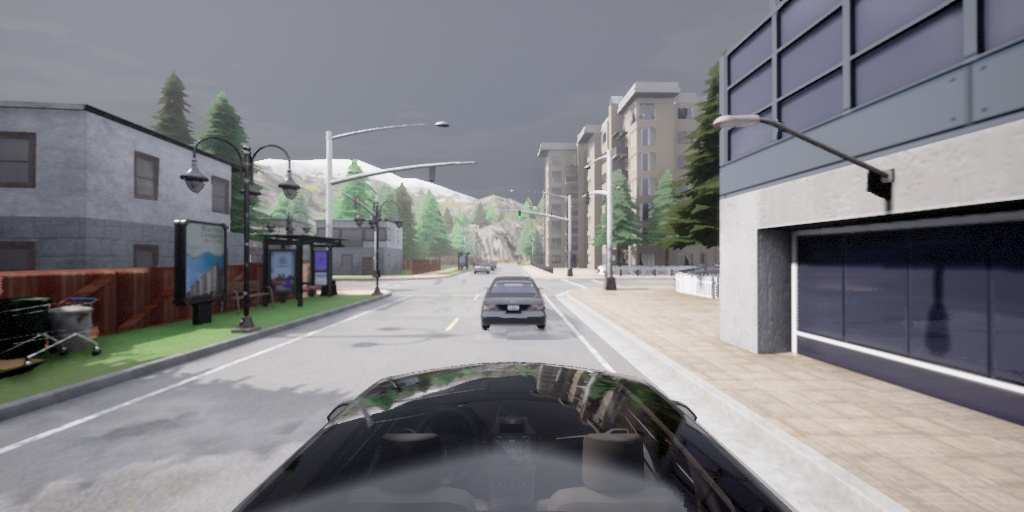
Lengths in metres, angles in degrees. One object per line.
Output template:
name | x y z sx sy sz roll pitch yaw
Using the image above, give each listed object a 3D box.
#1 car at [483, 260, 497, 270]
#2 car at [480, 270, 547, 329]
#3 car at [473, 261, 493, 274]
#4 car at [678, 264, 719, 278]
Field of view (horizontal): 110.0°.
car | -3.748 1.400 54.936 2.097 1.767 4.553 0 0 0
car | 0.045 1.352 11.485 2.033 1.411 5.357 0 0 0
car | -3.727 1.594 45.081 1.895 1.301 4.718 0 0 0
car | 16.604 1.417 30.370 4.902 1.511 2.128 0 0 -2
